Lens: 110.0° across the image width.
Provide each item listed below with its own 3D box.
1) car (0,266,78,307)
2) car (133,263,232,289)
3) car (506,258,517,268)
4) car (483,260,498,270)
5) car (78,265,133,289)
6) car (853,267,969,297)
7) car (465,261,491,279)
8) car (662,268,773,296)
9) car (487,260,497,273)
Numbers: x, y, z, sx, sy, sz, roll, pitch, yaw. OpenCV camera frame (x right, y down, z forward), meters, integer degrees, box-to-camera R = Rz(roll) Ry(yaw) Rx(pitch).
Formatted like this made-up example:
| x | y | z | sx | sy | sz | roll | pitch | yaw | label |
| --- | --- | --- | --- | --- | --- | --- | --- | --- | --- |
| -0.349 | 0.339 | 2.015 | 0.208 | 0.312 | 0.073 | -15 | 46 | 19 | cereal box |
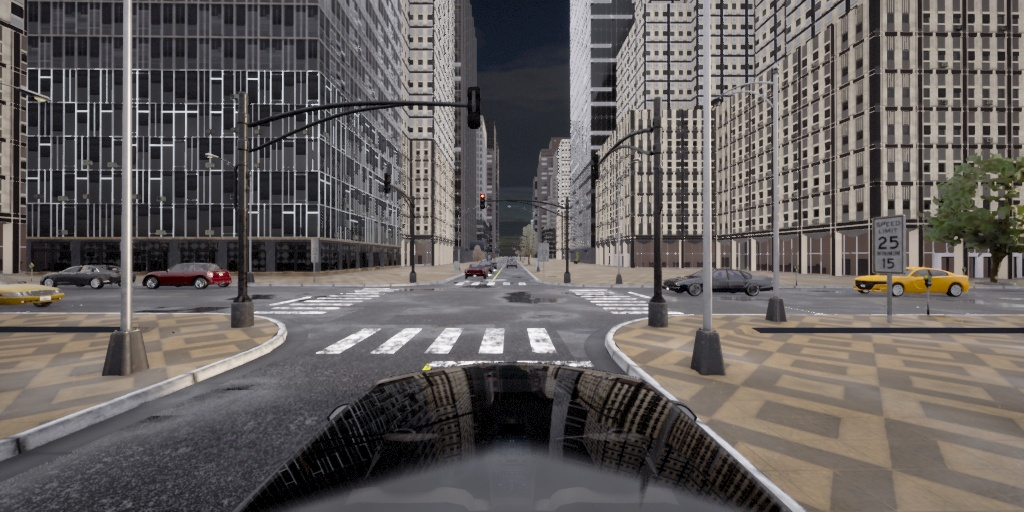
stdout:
| x | y | z | sx | sy | sz | roll | pitch | yaw | label |
| --- | --- | --- | --- | --- | --- | --- | --- | --- | --- |
| -18.922 | 1.165 | 12.639 | 4.829 | 1.417 | 1.751 | 0 | 0 | -1 | car |
| -19.251 | 1.112 | 21.273 | 4.097 | 1.591 | 1.967 | 0 | 0 | -1 | car |
| -0.026 | 1.292 | 61.352 | 2.033 | 1.411 | 5.357 | 0 | 0 | 0 | car |
| -3.200 | 1.293 | 54.137 | 2.033 | 1.411 | 5.357 | 0 | 0 | 0 | car |
| -24.927 | 1.189 | 21.139 | 4.403 | 1.370 | 2.007 | 0 | 0 | -1 | car |
| 21.346 | 1.339 | 19.304 | 5.008 | 1.535 | 1.882 | 0 | 0 | -1 | car |
| -3.154 | 1.350 | 32.375 | 1.895 | 1.301 | 4.718 | 0 | 0 | -1 | car |
| 10.933 | 1.362 | 19.107 | 5.357 | 1.411 | 2.033 | 0 | 0 | -1 | car |
| -3.185 | 1.295 | 43.056 | 2.033 | 1.411 | 5.357 | 0 | 0 | 0 | car |
